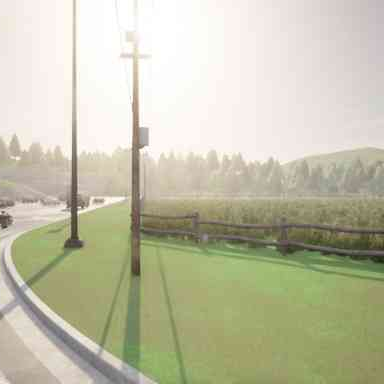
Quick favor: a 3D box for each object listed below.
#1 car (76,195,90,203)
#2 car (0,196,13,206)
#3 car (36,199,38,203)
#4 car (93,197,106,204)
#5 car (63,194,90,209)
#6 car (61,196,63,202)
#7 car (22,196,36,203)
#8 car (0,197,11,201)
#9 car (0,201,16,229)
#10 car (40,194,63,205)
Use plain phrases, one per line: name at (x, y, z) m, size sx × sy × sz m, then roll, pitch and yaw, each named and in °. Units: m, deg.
car at (-22.215, 1.345, 68.061) m, size 1.837 × 1.490 × 4.892 m, roll 0°, pitch 0°, yaw -8°
car at (-30.647, 1.490, 53.103) m, size 1.882 × 1.535 × 5.008 m, roll 0°, pitch -1°, yaw -8°
car at (-29.235, 1.554, 67.728) m, size 2.033 × 1.411 × 5.357 m, roll 0°, pitch 0°, yaw -8°
car at (-18.258, 1.612, 65.731) m, size 1.895 × 1.301 × 4.718 m, roll 0°, pitch 0°, yaw -8°
car at (-15.430, 1.230, 45.240) m, size 2.150 × 2.045 × 5.566 m, roll 0°, pitch 0°, yaw -8°
car at (-20.851, 1.612, 58.181) m, size 1.895 × 1.301 × 4.718 m, roll 0°, pitch 0°, yaw -8°
car at (-32.678, 1.538, 67.093) m, size 1.812 × 1.442 × 4.674 m, roll 0°, pitch 0°, yaw -8°
car at (-26.132, 1.611, 45.987) m, size 1.895 × 1.301 × 4.718 m, roll 0°, pitch 0°, yaw -8°
car at (-11.738, 1.497, 18.486) m, size 2.128 × 1.511 × 4.902 m, roll 0°, pitch 0°, yaw -8°
car at (-24.327, 1.537, 57.766) m, size 1.812 × 1.442 × 4.674 m, roll 0°, pitch 0°, yaw -8°
